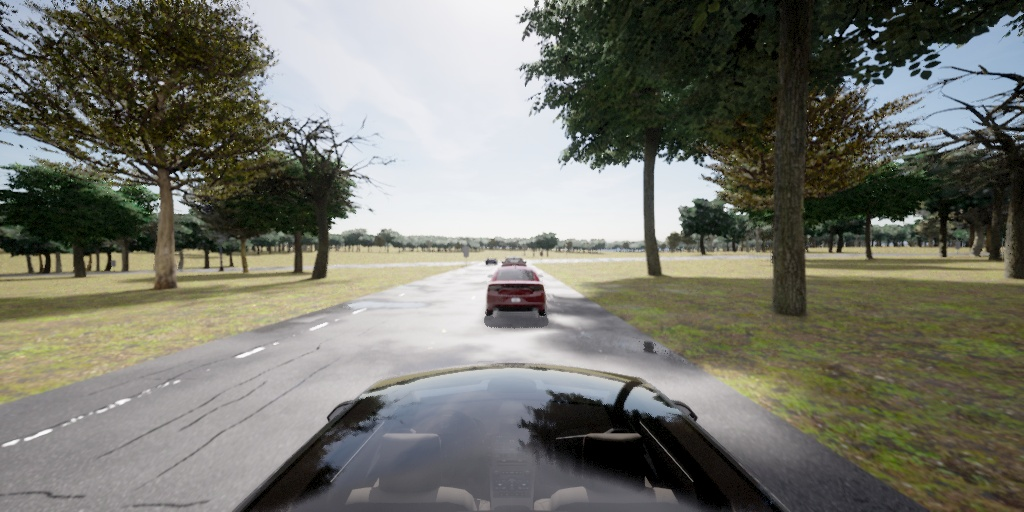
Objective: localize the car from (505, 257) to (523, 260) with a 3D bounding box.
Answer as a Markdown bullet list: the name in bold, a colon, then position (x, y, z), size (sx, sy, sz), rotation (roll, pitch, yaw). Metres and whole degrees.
- **car**: position (0.175, 0.830, 29.640), size (2.097, 1.767, 4.553), rotation (0, 0, 0)

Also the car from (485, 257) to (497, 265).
- **car**: position (-3.385, 0.872, 58.831), size (1.895, 1.301, 4.718), rotation (0, 0, 1)

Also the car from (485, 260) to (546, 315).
- **car**: position (0.122, 1.107, 13.003), size (1.882, 1.535, 5.008), rotation (0, 1, 0)
